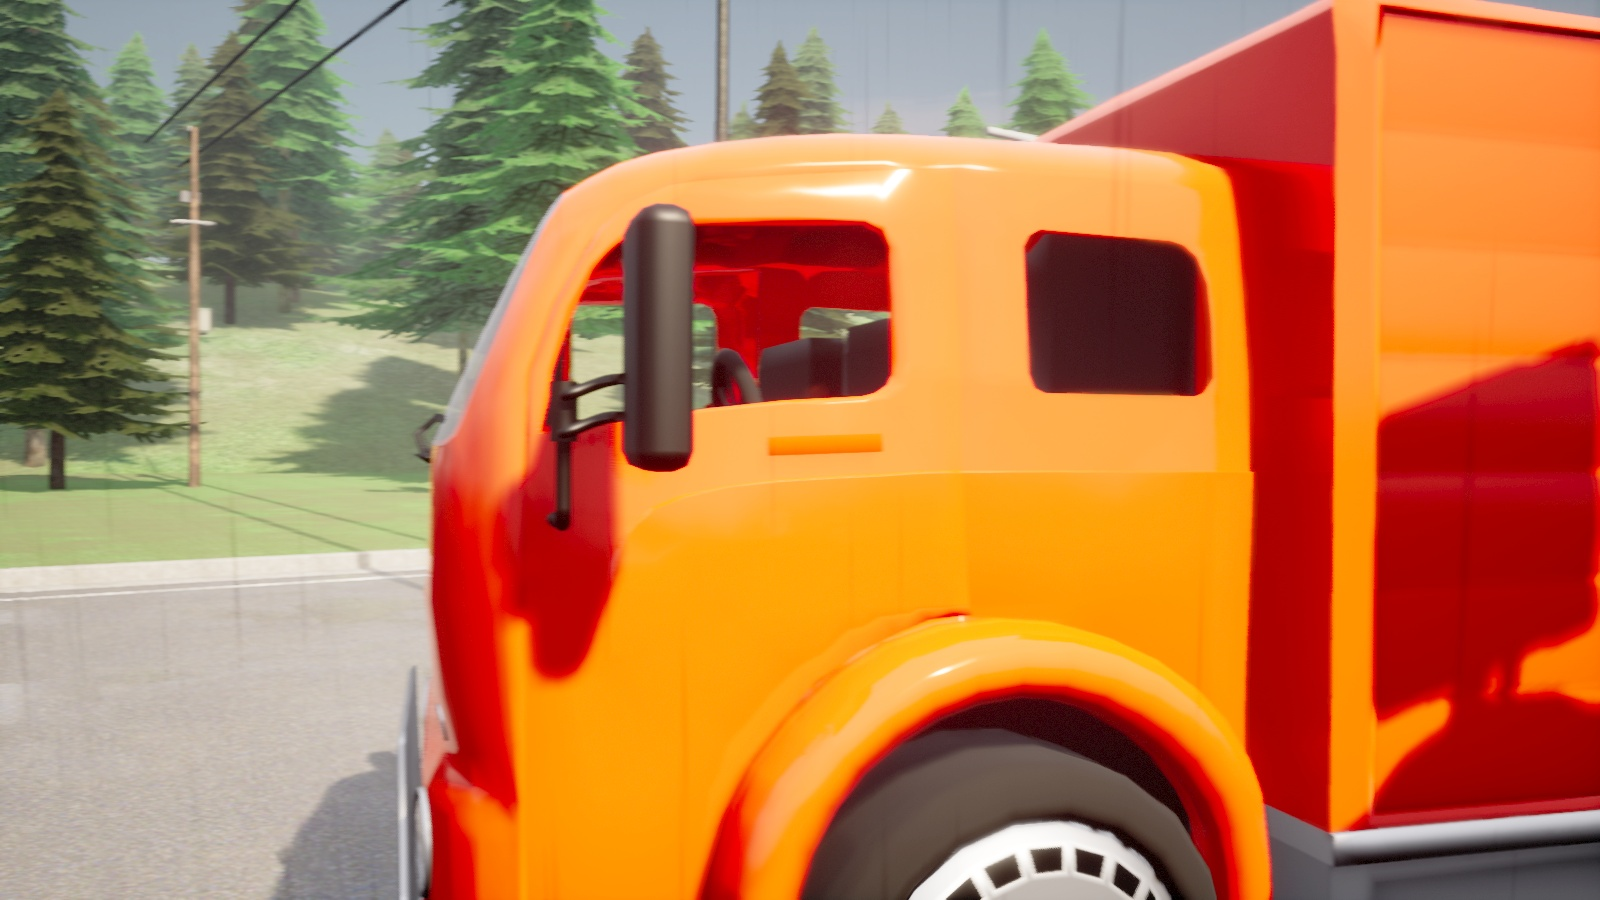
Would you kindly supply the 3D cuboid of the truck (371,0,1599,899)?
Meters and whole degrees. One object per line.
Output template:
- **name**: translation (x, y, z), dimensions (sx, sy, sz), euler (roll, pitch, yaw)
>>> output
- **truck**: translation (1.566, 0.214, 3.730), dimensions (5.204, 2.467, 2.627), euler (-1, 1, -16)
